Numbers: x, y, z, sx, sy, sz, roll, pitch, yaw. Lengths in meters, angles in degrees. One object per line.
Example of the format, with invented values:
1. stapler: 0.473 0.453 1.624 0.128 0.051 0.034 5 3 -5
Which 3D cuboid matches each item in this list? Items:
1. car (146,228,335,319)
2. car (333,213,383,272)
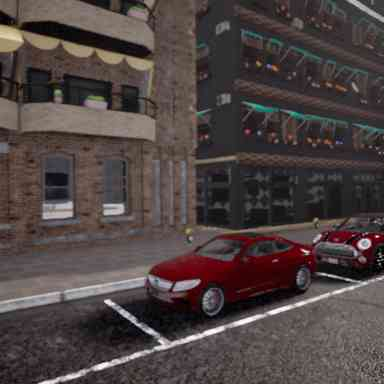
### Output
1. car: 1.037 1.568 7.270 4.206 1.307 1.802 0 -1 -35
2. car: 5.597 1.411 10.523 4.097 1.590 1.967 0 -1 -35
